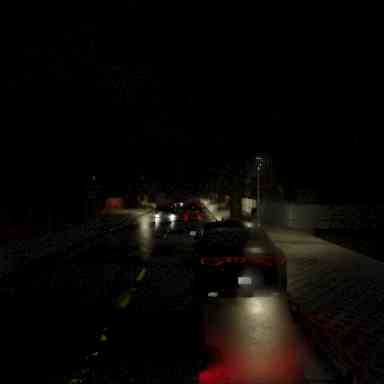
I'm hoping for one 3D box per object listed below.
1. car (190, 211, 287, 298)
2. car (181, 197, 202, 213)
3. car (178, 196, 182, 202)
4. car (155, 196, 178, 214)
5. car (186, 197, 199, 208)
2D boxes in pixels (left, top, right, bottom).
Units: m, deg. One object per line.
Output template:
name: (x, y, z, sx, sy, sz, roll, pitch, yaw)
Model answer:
car: (0.971, 1.474, 8.574, 1.882, 1.535, 5.008, 0, 0, 0)
car: (0.116, 1.448, 37.033, 1.882, 1.535, 5.008, 0, 0, 1)
car: (-2.682, 1.477, 65.616, 1.994, 1.385, 4.181, 0, 0, 0)
car: (-2.813, 1.450, 35.661, 1.882, 1.535, 5.008, 0, 0, 0)
car: (0.050, 1.480, 47.194, 1.812, 1.442, 4.674, 0, 0, 0)
